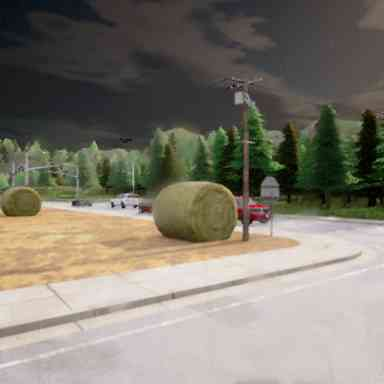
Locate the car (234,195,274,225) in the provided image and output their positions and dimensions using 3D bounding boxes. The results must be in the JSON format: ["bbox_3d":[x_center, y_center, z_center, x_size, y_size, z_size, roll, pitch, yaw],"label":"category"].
[{"bbox_3d":[3.406,1.259,24.620,2.150,2.045,5.566,0,0,-38],"label":"car"}]

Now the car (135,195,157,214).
[{"bbox_3d":[-3.441,1.390,33.296,2.097,1.767,4.553,0,0,-38],"label":"car"}]

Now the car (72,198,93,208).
[{"bbox_3d":[-16.510,1.601,50.007,1.994,1.385,4.181,0,0,-38],"label":"car"}]

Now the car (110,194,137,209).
[{"bbox_3d":[-9.521,1.259,46.853,2.150,2.045,5.566,0,0,-38],"label":"car"}]
